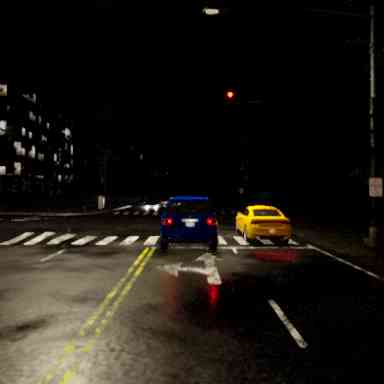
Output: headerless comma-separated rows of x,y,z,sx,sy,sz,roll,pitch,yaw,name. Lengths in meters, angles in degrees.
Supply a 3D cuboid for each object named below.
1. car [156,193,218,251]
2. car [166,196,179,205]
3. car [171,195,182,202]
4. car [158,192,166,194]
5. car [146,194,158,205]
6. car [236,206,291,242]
-0.207,1.198,14.181,2.150,2.045,5.566,0,0,-3,car
-3.324,1.381,56.236,1.882,1.535,5.008,0,0,0,car
-3.259,1.398,72.548,2.128,1.511,4.902,0,0,0,car
-6.509,1.088,71.898,2.150,2.045,5.566,0,0,0,car
-6.577,1.505,55.773,1.895,1.301,4.718,0,0,0,car
3.335,1.418,16.243,1.882,1.535,5.008,0,1,0,car
